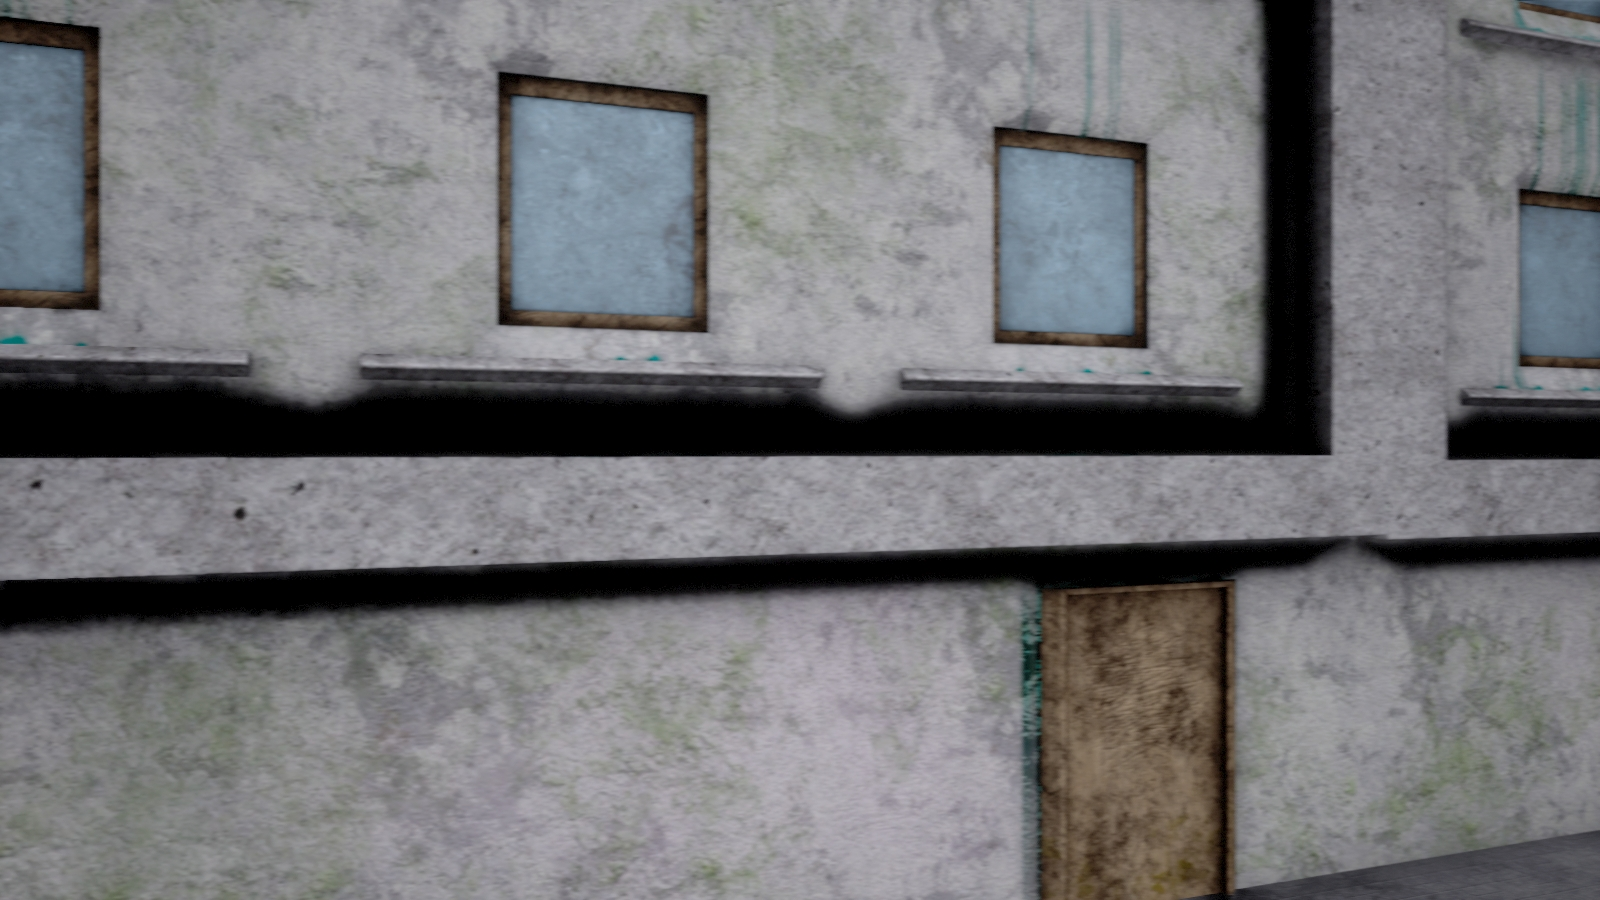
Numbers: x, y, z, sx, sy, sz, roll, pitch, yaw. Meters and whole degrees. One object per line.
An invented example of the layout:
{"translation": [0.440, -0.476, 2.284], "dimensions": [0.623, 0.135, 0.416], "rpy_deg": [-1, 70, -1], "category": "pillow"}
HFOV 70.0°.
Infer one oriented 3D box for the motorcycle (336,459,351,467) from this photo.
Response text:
{"translation": [-71.870, 1.984, 179.753], "dimensions": [2.209, 1.251, 0.867], "rpy_deg": [0, 0, -20], "category": "motorcycle"}
